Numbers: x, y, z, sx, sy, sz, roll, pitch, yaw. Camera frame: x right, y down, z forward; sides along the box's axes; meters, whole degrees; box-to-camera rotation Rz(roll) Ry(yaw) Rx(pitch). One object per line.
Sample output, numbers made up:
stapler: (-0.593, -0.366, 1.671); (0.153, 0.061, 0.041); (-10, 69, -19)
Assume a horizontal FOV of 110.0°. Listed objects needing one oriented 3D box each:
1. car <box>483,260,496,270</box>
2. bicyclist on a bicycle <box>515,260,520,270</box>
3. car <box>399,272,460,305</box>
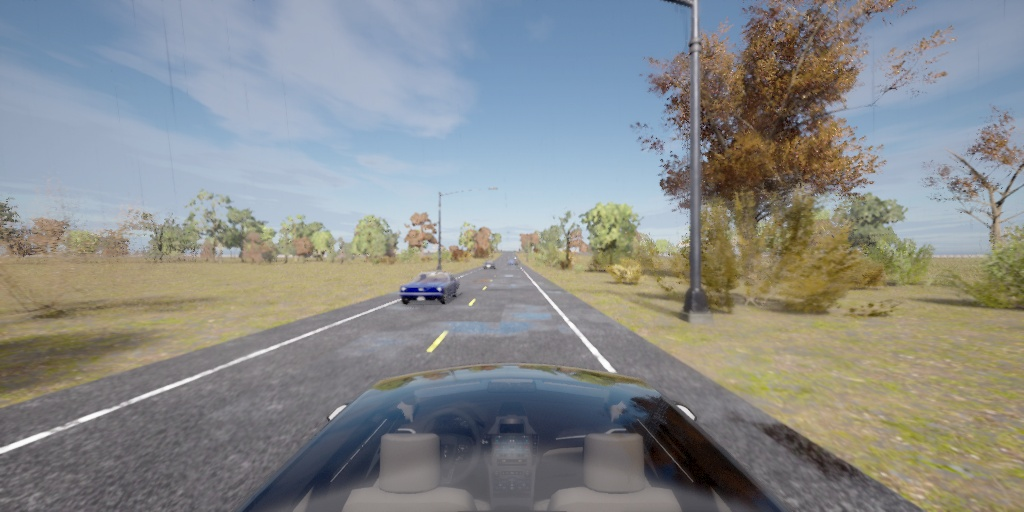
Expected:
car: (-3.614, 1.420, 57.691); (2.128, 1.511, 4.902); (0, 0, 0)
bicyclist on a bicycle: (0.923, 1.377, 55.927); (0.582, 1.620, 1.656); (0, 0, 0)
car: (-3.611, 1.403, 16.430); (1.895, 1.301, 4.718); (0, 0, 0)
